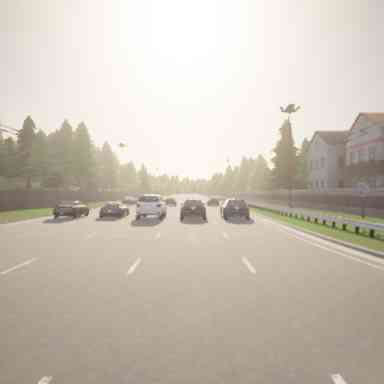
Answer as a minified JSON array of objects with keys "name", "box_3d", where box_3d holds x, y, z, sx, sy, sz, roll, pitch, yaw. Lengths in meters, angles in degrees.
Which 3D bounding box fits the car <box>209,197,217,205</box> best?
[{"name":"car","box_3d":[3.508,1.523,55.189,1.837,1.490,4.892,0,0,0]}]

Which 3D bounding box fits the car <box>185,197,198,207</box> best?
[{"name":"car","box_3d":[0.003,1.564,54.678,2.033,1.411,5.357,0,0,0]}]

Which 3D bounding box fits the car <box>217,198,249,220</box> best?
[{"name":"car","box_3d":[3.600,1.361,28.776,2.097,1.767,4.553,0,0,0]}]

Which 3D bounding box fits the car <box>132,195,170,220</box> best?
[{"name":"car","box_3d":[-3.401,1.230,28.520,2.150,2.045,5.566,0,0,0]}]

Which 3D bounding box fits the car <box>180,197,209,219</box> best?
[{"name":"car","box_3d":[0.099,1.360,28.788,2.097,1.767,4.553,0,0,0]}]

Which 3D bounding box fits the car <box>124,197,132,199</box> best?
[{"name":"car","box_3d":[-10.490,1.541,55.852,1.812,1.442,4.674,0,0,0]}]

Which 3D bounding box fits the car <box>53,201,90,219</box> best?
[{"name":"car","box_3d":[-10.400,1.499,29.008,2.128,1.511,4.902,0,0,0]}]

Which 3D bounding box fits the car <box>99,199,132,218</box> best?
[{"name":"car","box_3d":[-6.902,1.572,29.940,1.994,1.385,4.181,0,0,0]}]

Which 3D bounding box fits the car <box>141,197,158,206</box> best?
[{"name":"car","box_3d":[-6.994,1.564,54.986,2.033,1.411,5.357,0,0,0]}]

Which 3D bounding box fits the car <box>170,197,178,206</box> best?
[{"name":"car","box_3d":[-3.494,1.523,55.033,1.837,1.490,4.892,0,0,0]}]
